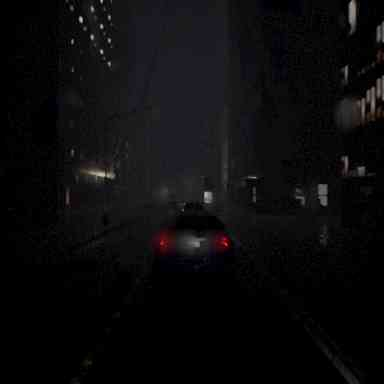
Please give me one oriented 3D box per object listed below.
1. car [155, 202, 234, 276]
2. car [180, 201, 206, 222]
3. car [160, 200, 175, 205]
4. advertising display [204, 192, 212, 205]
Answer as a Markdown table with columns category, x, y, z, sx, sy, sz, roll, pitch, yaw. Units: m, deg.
| category | x | y | z | sx | sy | sz | roll | pitch | yaw |
| --- | --- | --- | --- | --- | --- | --- | --- | --- | --- |
| car | 0.075 | 1.360 | 10.573 | 2.097 | 1.767 | 4.553 | 0 | 0 | 0 |
| car | 0.093 | 1.583 | 28.340 | 2.033 | 1.411 | 5.357 | 0 | 0 | 0 |
| car | -2.835 | 1.656 | 40.976 | 1.895 | 1.301 | 4.718 | 0 | 0 | 0 |
| advertising display | 3.029 | 1.131 | 62.682 | 1.540 | 2.440 | 0.280 | 0 | 0 | 0 |
